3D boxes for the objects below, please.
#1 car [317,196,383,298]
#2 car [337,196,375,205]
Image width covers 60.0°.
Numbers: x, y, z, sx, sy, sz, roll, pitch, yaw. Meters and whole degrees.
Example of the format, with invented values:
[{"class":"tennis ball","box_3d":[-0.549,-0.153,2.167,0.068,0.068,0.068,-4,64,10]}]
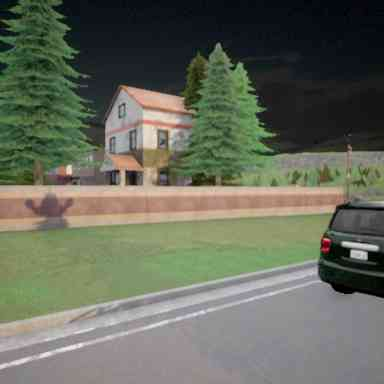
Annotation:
[{"class":"car","box_3d":[5.125,1.189,7.426,5.566,2.045,2.150,0,0,-36]},{"class":"car","box_3d":[26.900,1.338,54.764,2.033,1.411,5.357,0,0,-36]}]
